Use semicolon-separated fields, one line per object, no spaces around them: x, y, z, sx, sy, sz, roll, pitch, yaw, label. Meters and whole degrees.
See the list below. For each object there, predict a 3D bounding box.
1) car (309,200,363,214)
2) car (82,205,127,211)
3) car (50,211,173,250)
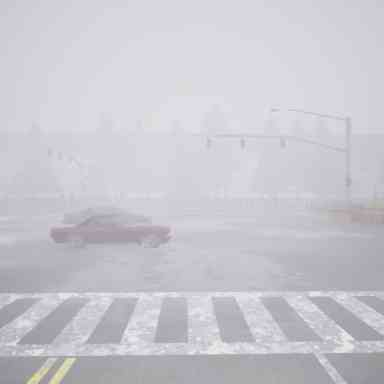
15.408;1.547;35.515;5.357;1.411;2.033;0;0;-2;car
-5.216;1.547;20.676;5.357;1.411;2.033;0;0;-2;car
-3.130;1.601;13.738;4.718;1.301;1.895;0;0;-2;car
